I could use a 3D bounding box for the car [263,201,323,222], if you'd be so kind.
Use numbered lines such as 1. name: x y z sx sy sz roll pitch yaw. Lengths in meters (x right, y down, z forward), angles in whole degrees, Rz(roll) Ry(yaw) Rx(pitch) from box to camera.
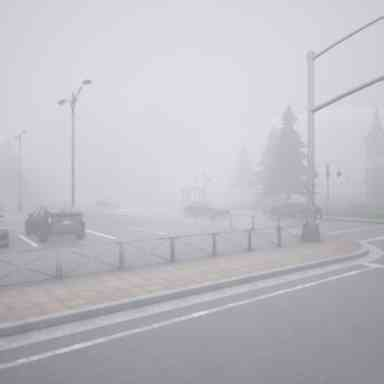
1. car: 7.764 1.496 26.131 1.837 1.490 4.892 0 0 -36

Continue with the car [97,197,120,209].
1. car: -11.771 1.485 46.505 2.128 1.511 4.902 0 0 -36

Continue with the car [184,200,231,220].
1. car: 1.268 1.470 28.723 1.882 1.535 5.008 0 0 -36

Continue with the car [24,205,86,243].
1. car: -6.363 1.338 15.319 2.007 1.523 4.514 0 0 -36

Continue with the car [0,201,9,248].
1. car: -8.873 1.330 13.436 2.152 1.636 5.027 0 0 -36
